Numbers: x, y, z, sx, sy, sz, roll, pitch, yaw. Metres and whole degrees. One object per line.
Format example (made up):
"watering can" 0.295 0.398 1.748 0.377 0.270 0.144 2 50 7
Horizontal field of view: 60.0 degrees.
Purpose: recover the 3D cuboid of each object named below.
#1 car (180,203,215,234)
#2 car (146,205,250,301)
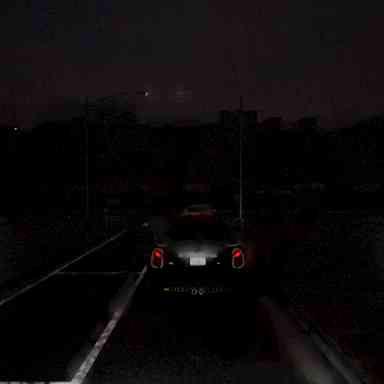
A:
"car" 0.460 1.515 20.702 1.882 1.535 5.008 0 0 5
"car" 0.114 1.366 8.547 2.097 1.767 4.553 0 0 0
